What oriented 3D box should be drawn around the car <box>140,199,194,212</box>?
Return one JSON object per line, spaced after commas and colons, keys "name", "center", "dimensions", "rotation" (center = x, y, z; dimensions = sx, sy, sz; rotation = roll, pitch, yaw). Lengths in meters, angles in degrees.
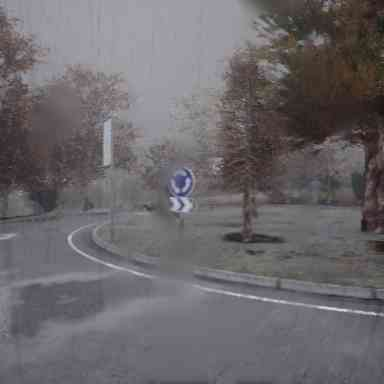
{"name": "car", "center": [-2.331, 1.184, 32.491], "dimensions": [5.357, 1.411, 2.033], "rotation": [0, 1, -38]}
